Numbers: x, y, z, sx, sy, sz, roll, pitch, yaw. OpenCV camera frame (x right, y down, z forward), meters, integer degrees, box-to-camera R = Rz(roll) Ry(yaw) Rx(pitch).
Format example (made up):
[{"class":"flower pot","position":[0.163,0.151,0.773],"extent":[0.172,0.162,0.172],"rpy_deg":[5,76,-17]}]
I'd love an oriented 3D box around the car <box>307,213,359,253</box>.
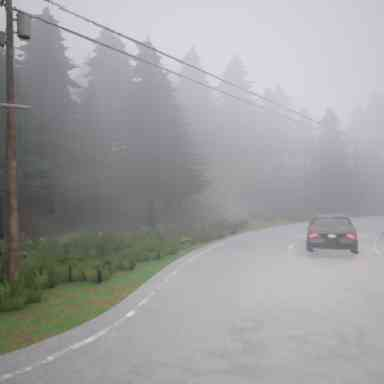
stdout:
[{"class":"car","position":[5.885,1.606,14.000],"extent":[2.033,1.411,5.357],"rpy_deg":[-2,-1,22]}]
